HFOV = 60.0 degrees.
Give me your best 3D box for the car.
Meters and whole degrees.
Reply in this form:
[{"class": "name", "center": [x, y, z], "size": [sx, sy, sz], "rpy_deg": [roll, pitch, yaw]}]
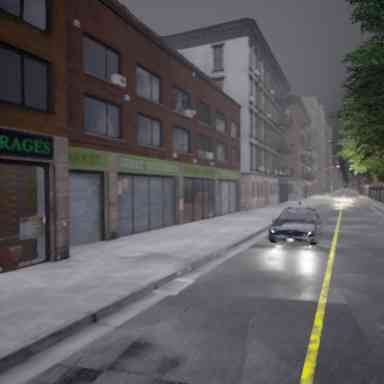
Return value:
[{"class": "car", "center": [4.822, 1.399, 14.978], "size": [2.033, 1.411, 5.357], "rpy_deg": [0, 0, 25]}]
